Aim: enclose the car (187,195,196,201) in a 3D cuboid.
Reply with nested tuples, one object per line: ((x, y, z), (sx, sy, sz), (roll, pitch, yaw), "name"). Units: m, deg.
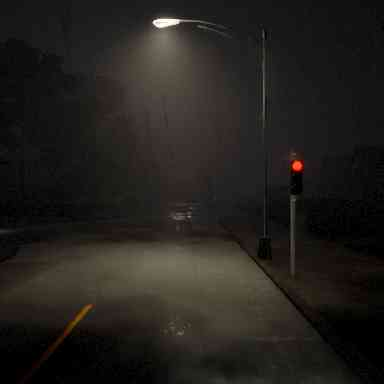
((-0.083, 1.425, 77.493), (1.895, 1.301, 4.718), (0, 0, 0), "car")

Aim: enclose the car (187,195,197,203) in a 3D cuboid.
((-0.072, 1.523, 67.460), (1.812, 1.442, 4.674), (0, 0, 0), "car")
